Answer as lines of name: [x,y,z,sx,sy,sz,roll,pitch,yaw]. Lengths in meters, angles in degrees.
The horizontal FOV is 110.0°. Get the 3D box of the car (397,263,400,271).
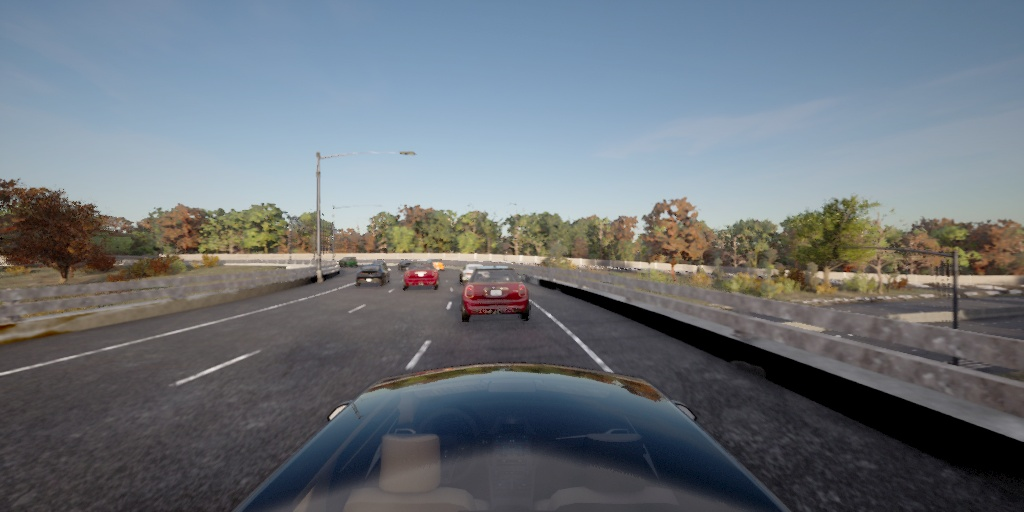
car: [-14.619,1.347,49.263,1.837,1.490,4.892,0,0,-26]

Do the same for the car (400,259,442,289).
car: [-5.837,1.139,23.424,2.097,1.767,4.553,0,0,-11]

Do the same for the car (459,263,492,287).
car: [-2.727,1.296,25.718,1.812,1.442,4.674,0,0,-12]

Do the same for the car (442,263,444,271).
car: [-10.926,1.173,49.627,2.097,1.767,4.553,0,0,-25]

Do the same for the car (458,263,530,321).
car: [-0.693,1.108,12.706,2.097,1.767,4.553,0,0,-6]

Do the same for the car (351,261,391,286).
car: [-9.949,1.317,25.885,1.837,1.490,4.892,0,0,-13]
